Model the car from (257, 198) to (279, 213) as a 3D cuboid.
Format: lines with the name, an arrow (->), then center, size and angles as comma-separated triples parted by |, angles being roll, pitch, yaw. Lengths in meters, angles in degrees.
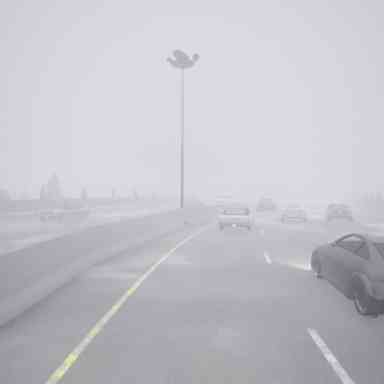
car -> 8.932, 1.470, 39.072 | 2.097, 1.767, 4.553 | 0, 0, 20

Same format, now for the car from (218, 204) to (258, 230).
car -> 2.946, 1.639, 21.296 | 1.895, 1.301, 4.718 | 0, 0, 14

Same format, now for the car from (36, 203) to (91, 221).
car -> -10.239, 1.609, 26.876 | 1.895, 1.301, 4.718 | 0, 0, 15

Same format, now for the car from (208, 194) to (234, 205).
car -> 4.525, 1.364, 47.746 | 2.150, 2.045, 5.566 | 0, -1, 21

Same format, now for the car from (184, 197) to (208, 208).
car -> 0.160, 1.467, 46.104 | 2.097, 1.767, 4.553 | 0, 0, 21

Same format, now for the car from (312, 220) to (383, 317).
car -> 4.127, 1.585, 7.416 | 1.994, 1.385, 4.181 | 0, 0, 5

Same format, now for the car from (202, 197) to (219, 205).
car -> 3.677, 1.738, 65.077 | 1.812, 1.442, 4.674 | 0, 0, 21

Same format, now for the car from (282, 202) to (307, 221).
car -> 8.513, 1.599, 27.731 | 1.812, 1.442, 4.674 | 0, 0, 18

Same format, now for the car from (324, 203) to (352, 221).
car -> 12.118, 1.632, 27.645 | 2.033, 1.411, 5.357 | 0, 0, 20
